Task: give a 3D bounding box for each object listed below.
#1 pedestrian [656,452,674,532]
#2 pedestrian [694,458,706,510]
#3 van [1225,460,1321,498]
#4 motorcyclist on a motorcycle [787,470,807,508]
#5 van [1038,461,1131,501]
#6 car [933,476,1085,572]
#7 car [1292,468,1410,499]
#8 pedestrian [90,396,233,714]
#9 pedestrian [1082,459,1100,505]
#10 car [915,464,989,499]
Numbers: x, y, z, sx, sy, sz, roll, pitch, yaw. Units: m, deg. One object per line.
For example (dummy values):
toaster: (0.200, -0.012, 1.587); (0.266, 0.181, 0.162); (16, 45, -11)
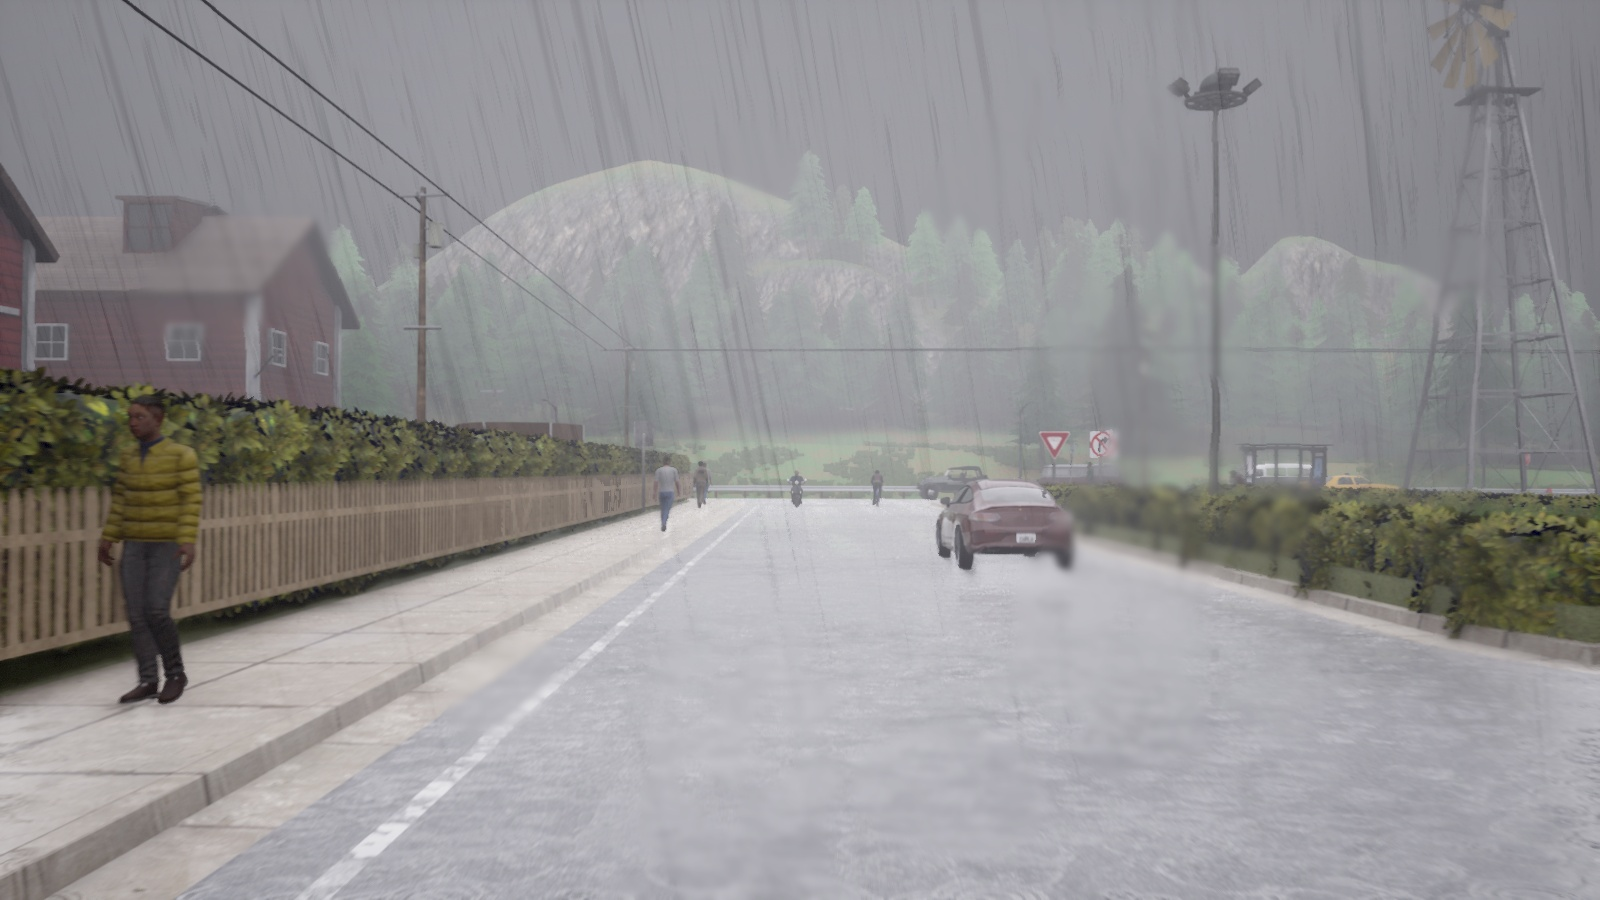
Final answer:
pedestrian: (-3.158, 0.976, 29.429); (0.354, 1.836, 0.706); (0, -1, 0)
pedestrian: (-3.742, 1.274, 47.099); (0.396, 1.930, 0.692); (0, -1, -2)
van: (25.917, 1.588, 68.870); (4.480, 2.038, 2.069); (0, -1, 0)
motorcyclist on a motorcycle: (-0.128, 1.668, 53.694); (0.866, 1.590, 1.817); (0, -1, 0)
van: (14.799, 1.605, 65.401); (4.442, 1.987, 1.775); (0, -1, 0)
car: (3.449, 1.188, 21.590); (1.812, 1.442, 4.674); (0, -1, 0)
car: (28.639, 1.734, 65.359); (5.366, 1.575, 1.801); (0, -1, 0)
pedestrian: (-3.876, 0.614, 7.660); (0.431, 1.840, 0.709); (0, -1, 10)
pedestrian: (11.548, 1.264, 49.895); (0.614, 1.847, 0.353); (0, -1, -1)
car: (8.316, 1.732, 68.918); (3.866, 1.878, 1.905); (0, -1, 0)
